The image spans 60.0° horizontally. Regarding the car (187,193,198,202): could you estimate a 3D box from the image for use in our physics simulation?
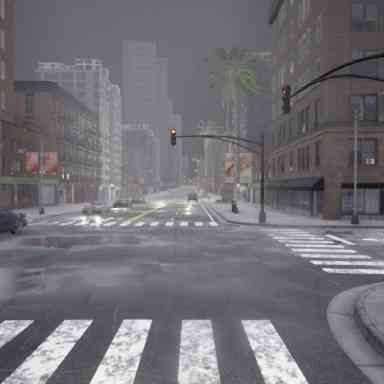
[{"bbox_3d":[0.122,1.163,71.965,2.150,2.045,5.566,0,0,0],"label":"car"}]

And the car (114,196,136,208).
[{"bbox_3d":[-9.788,1.547,47.327,1.994,1.385,4.181,0,0,2],"label":"car"}]

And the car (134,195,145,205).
[{"bbox_3d":[-9.749,1.317,60.153,2.097,1.767,4.553,0,0,1],"label":"car"}]

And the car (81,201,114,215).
[{"bbox_3d":[-9.818,1.593,34.216,1.895,1.301,4.718,0,0,0],"label":"car"}]

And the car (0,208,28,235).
[{"bbox_3d":[-9.823,1.485,15.746,2.033,1.411,5.357,1,1,0],"label":"car"}]
